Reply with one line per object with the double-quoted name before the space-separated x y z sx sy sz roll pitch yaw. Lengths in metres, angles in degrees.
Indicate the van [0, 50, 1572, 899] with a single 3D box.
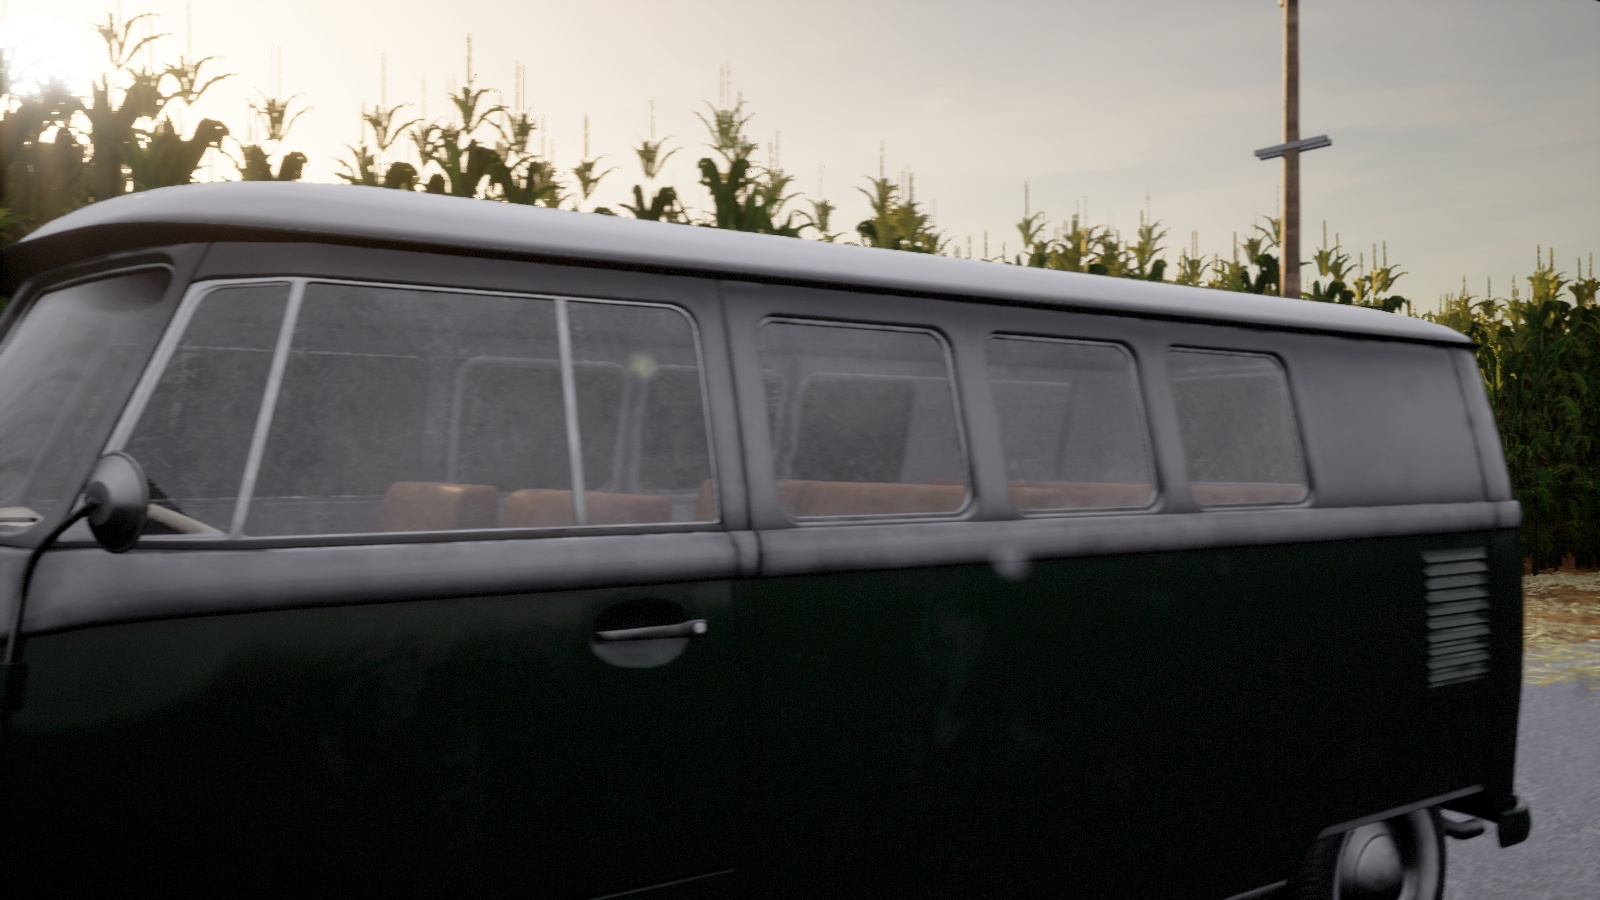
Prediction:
"van" 0.016 0.506 3.296 4.442 1.987 1.775 0 0 -35
